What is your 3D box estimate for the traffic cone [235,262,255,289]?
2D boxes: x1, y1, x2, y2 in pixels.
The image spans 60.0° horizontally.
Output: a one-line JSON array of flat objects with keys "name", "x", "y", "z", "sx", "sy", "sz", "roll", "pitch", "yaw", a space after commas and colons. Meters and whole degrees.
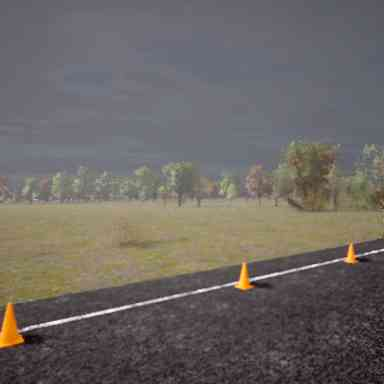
[{"name": "traffic cone", "x": 1.261, "y": 1.975, "z": 7.958, "sx": 0.340, "sy": 0.580, "sz": 0.340, "roll": 0, "pitch": 0, "yaw": -36}]

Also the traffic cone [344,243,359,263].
[{"name": "traffic cone", "x": 5.239, "y": 1.987, "z": 10.928, "sx": 0.340, "sy": 0.580, "sz": 0.340, "roll": 0, "pitch": 0, "yaw": -37}]

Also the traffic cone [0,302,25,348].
[{"name": "traffic cone", "x": -2.750, "y": 1.966, "z": 5.032, "sx": 0.340, "sy": 0.580, "sz": 0.340, "roll": 0, "pitch": 0, "yaw": -36}]
